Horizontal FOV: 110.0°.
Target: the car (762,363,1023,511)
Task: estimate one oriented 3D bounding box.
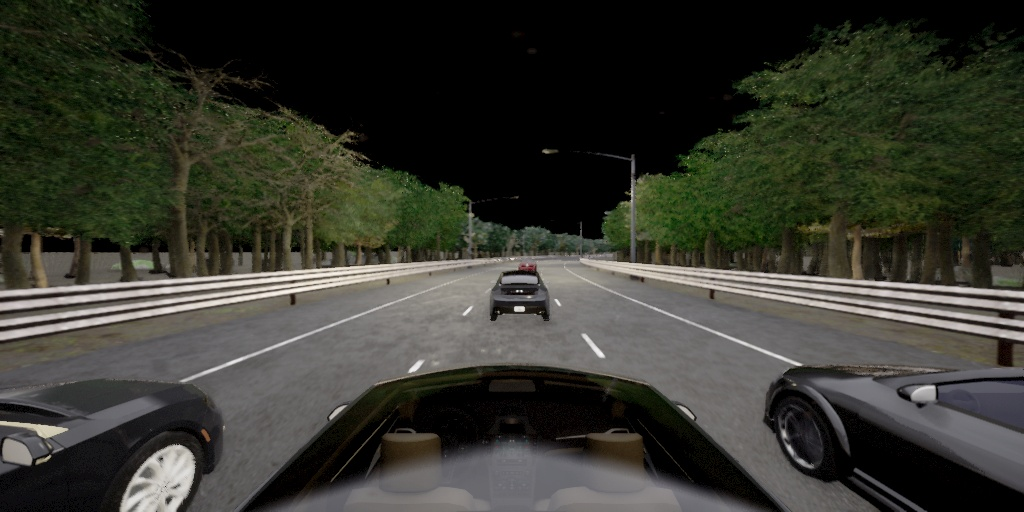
[{"bbox_3d":[3.630,1.317,2.048,1.994,1.385,4.181,0,0,0],"label":"car"}]

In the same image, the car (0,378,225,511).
[{"bbox_3d":[-3.374,1.252,1.059,1.837,1.490,4.892,0,0,0],"label":"car"}]

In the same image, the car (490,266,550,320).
[{"bbox_3d":[0.276,1.250,12.554,1.837,1.490,4.892,0,0,2],"label":"car"}]

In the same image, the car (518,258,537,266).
[{"bbox_3d":[1.893,1.057,42.445,2.097,1.767,4.553,0,0,5],"label":"car"}]
